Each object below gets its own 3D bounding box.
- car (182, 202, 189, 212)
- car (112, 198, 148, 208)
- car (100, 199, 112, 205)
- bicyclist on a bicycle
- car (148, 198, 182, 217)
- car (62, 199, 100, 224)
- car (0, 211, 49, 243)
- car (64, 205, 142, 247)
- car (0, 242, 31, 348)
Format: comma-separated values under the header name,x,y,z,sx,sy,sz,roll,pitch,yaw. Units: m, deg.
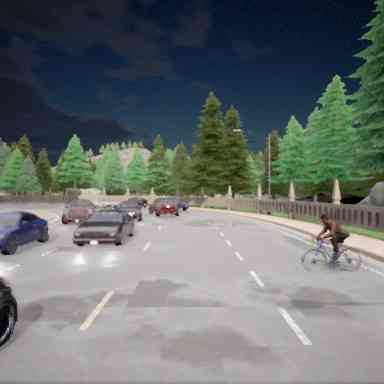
name,x,y,z,sx,sy,sz,roll,pitch,yaw
car,-2.221,1.595,38.762,1.895,1.301,4.718,0,0,-28
car,-5.049,1.488,26.437,2.128,1.511,4.902,0,0,-14
car,-12.178,1.594,46.360,1.895,1.301,4.718,0,0,-43
bicyclist on a bicycle,3.855,1.442,9.207,1.656,1.620,0.582,-1,0,-1
car,-2.814,1.348,31.631,2.097,1.767,4.553,0,0,-18
car,-8.176,1.348,24.489,2.097,1.767,4.553,0,0,-13
car,-7.300,1.524,13.261,1.812,1.442,4.674,0,0,-1
car,-3.806,1.545,15.340,2.033,1.411,5.357,0,0,-2
car,-3.644,1.564,3.413,1.994,1.385,4.181,0,0,-1
